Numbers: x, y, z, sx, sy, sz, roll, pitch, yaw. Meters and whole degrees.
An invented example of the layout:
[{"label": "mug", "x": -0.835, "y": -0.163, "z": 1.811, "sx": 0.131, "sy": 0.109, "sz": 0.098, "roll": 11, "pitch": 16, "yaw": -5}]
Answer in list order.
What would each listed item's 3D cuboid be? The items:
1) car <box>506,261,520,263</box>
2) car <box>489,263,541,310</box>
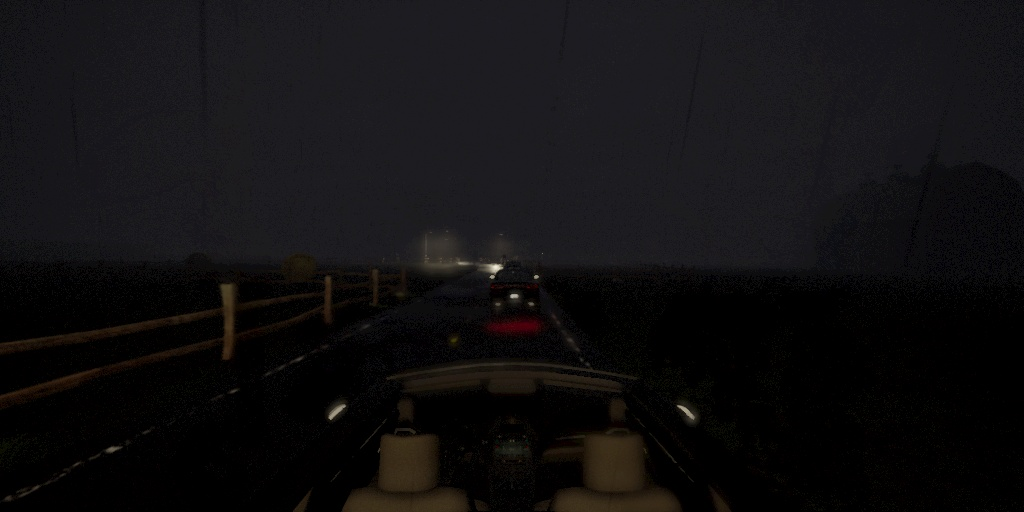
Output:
[{"label": "car", "x": 0.090, "y": 1.262, "z": 35.275, "sx": 1.837, "sy": 1.490, "sz": 4.892, "roll": 0, "pitch": 0, "yaw": 0}, {"label": "car", "x": 0.098, "y": 1.230, "z": 14.753, "sx": 1.882, "sy": 1.535, "sz": 5.008, "roll": 0, "pitch": 0, "yaw": 0}]
